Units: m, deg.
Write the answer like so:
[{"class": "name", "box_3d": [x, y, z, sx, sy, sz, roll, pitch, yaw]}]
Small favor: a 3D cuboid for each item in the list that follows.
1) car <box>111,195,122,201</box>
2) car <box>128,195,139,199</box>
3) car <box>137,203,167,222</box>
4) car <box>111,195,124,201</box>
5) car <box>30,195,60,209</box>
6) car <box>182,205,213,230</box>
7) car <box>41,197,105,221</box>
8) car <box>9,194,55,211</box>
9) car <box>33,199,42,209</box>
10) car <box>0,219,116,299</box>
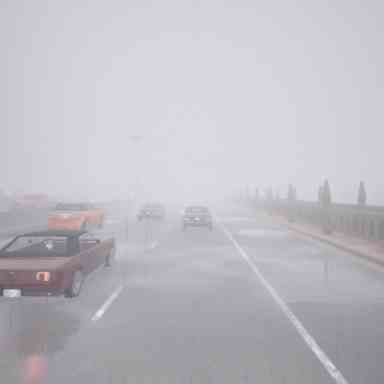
[{"class": "car", "box_3d": [-19.953, 1.507, 88.049, 1.882, 1.535, 5.008, 0, 0, 1]}, {"class": "car", "box_3d": [-13.114, 1.503, 74.911, 1.882, 1.535, 5.008, 0, 0, 1]}, {"class": "car", "box_3d": [-3.106, 1.546, 26.442, 2.033, 1.411, 5.357, 0, 0, 1]}, {"class": "car", "box_3d": [-16.613, 1.500, 74.953, 1.882, 1.535, 5.008, 0, 0, 1]}, {"class": "car", "box_3d": [-20.529, 1.337, 46.661, 2.097, 1.767, 4.553, 0, 0, 1]}, {"class": "car", "box_3d": [0.327, 1.549, 20.910, 2.033, 1.411, 5.357, 0, 0, 1]}, {"class": "car", "box_3d": [-6.687, 1.347, 19.690, 2.097, 1.767, 4.553, 0, 0, 1]}, {"class": "car", "box_3d": [-17.188, 1.208, 35.525, 2.150, 2.045, 5.566, 0, 0, 1]}, {"class": "car", "box_3d": [-13.713, 1.591, 33.653, 1.895, 1.301, 4.718, 0, 0, 1]}, {"class": "car", "box_3d": [-3.319, 1.598, 8.429, 1.895, 1.301, 4.718, 0, 0, 1]}]
